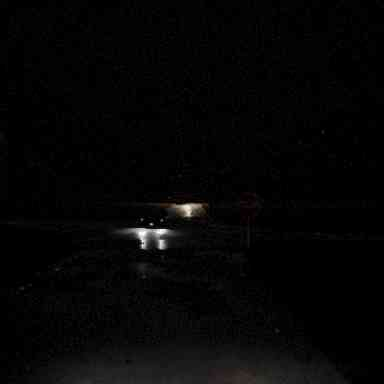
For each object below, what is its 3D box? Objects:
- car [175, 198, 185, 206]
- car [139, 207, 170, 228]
[{"bbox_3d":[-2.499,2.150,72.223,2.097,1.767,4.553,0,-1,0],"label":"car"},{"bbox_3d":[-2.645,1.834,24.492,2.033,1.411,5.357,3,-2,0],"label":"car"}]
